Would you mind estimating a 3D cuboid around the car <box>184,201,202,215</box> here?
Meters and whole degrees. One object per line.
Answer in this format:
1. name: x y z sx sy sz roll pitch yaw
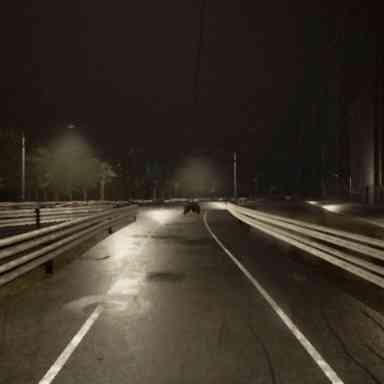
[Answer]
1. car: 0.060 1.909 40.084 1.837 1.490 4.892 0 0 4
